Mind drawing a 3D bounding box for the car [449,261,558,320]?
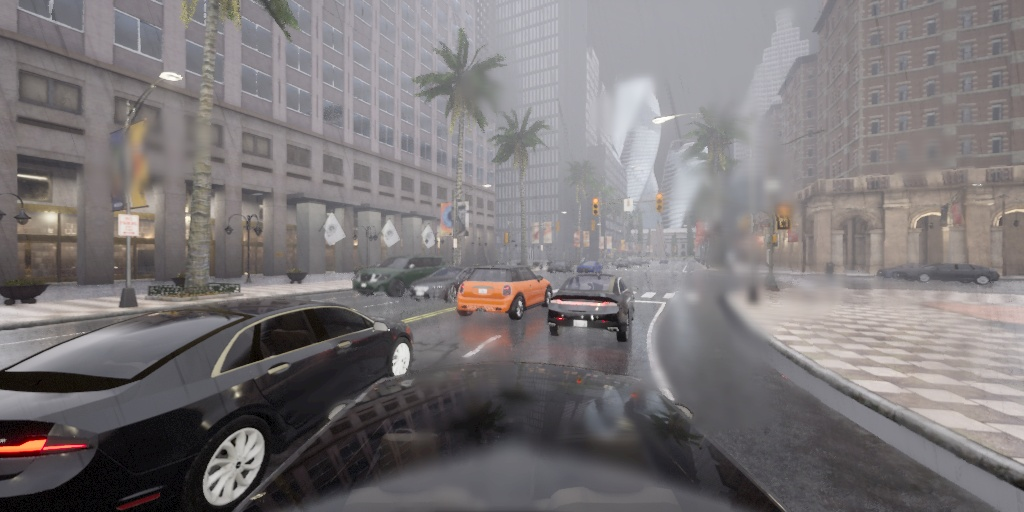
[{"bbox_3d":[-0.061,1.106,13.021,2.097,1.767,4.553,0,0,23],"label":"car"}]

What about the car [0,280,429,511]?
[{"bbox_3d":[-2.843,1.255,4.320,1.837,1.490,4.892,0,0,8],"label":"car"}]

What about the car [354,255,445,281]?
[{"bbox_3d":[-5.523,0.977,18.770,2.150,2.045,5.566,0,0,26],"label":"car"}]

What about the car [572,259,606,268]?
[{"bbox_3d":[8.473,1.244,38.939,1.882,1.535,5.008,0,0,27],"label":"car"}]

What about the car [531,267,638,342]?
[{"bbox_3d":[2.367,1.245,9.994,2.128,1.511,4.902,0,0,22],"label":"car"}]

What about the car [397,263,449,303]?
[{"bbox_3d":[-2.651,1.247,16.649,2.128,1.511,4.902,0,0,26],"label":"car"}]

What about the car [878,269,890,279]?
[{"bbox_3d":[33.015,1.331,29.424,4.181,1.385,1.994,0,0,26],"label":"car"}]

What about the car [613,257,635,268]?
[{"bbox_3d":[18.135,1.279,58.154,1.837,1.490,4.892,0,1,27],"label":"car"}]

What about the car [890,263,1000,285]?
[{"bbox_3d":[31.642,1.271,26.201,4.892,1.490,1.837,0,0,25],"label":"car"}]

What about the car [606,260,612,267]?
[{"bbox_3d":[14.561,1.277,58.838,1.837,1.490,4.892,0,1,27],"label":"car"}]

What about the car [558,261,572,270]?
[{"bbox_3d":[5.718,1.314,41.253,2.033,1.411,5.357,0,0,27],"label":"car"}]
